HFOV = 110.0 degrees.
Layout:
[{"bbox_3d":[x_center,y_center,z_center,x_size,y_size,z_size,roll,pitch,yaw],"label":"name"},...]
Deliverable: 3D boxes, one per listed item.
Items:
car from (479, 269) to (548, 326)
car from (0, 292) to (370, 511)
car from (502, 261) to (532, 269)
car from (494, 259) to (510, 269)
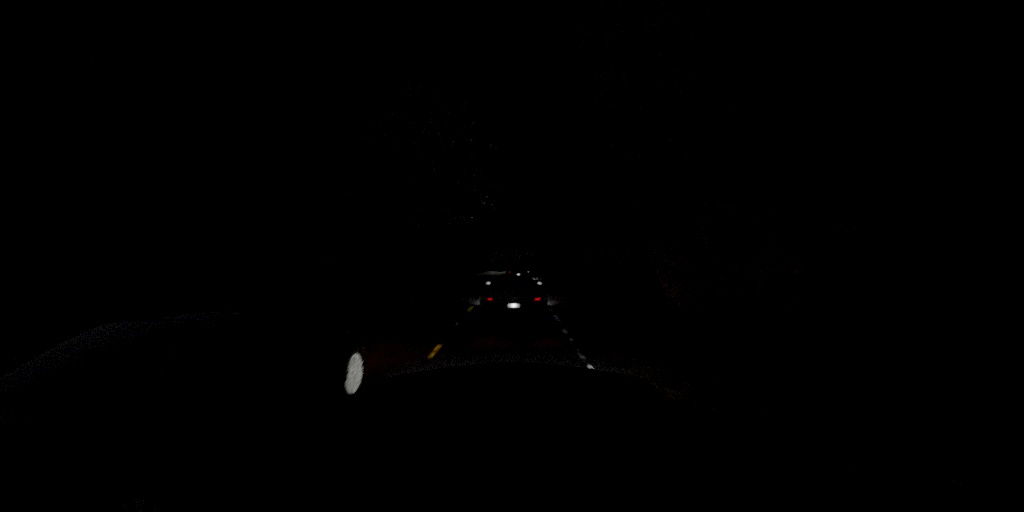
[{"bbox_3d":[0.064,1.302,11.668,1.994,1.385,4.181,0,0,1],"label":"car"},{"bbox_3d":[-3.144,1.220,3.606,1.882,1.535,5.008,0,0,0],"label":"car"},{"bbox_3d":[0.609,1.281,27.640,1.994,1.385,4.181,0,0,3],"label":"car"},{"bbox_3d":[-1.114,1.164,45.921,1.882,1.535,5.008,0,0,6],"label":"car"}]
